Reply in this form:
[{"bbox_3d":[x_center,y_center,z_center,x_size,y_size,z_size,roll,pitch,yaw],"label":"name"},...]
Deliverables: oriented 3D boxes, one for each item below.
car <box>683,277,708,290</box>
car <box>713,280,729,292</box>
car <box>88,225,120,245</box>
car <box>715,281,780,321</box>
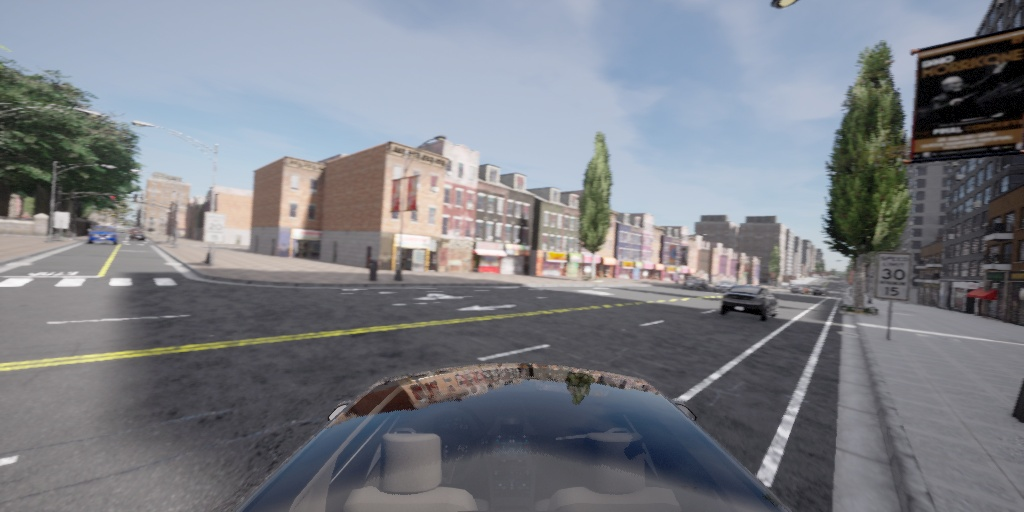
[{"bbox_3d":[22.295,3.310,43.405,2.128,1.511,4.902,4,-1,43],"label":"car"},{"bbox_3d":[24.666,3.517,41.192,1.812,1.442,4.674,4,-1,43],"label":"car"},{"bbox_3d":[-46.305,-2.385,40.717,5.566,2.045,2.150,4,0,43],"label":"car"},{"bbox_3d":[11.802,2.224,17.752,1.837,1.490,4.892,4,0,43],"label":"car"}]
